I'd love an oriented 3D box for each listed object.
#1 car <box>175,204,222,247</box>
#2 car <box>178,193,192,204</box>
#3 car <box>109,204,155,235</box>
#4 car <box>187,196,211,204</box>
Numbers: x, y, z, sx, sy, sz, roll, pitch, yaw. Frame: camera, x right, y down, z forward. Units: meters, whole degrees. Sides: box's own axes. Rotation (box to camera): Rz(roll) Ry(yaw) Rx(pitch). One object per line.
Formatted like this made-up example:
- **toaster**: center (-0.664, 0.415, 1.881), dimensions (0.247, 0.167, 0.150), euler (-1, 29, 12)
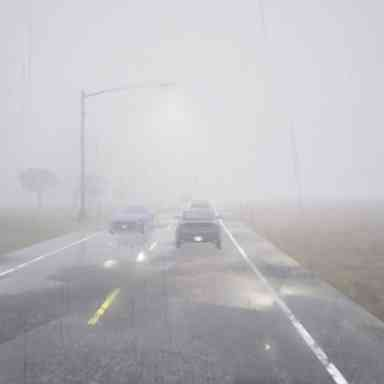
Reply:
- **car**: center (0.283, 1.493, 14.840), dimensions (1.837, 1.490, 4.892), euler (0, 0, 1)
- **car**: center (-1.162, 1.160, 61.015), dimensions (2.150, 2.045, 5.566), euler (0, 0, 5)
- **car**: center (-3.321, 1.461, 19.098), dimensions (1.882, 1.535, 5.008), euler (0, 0, 2)
- **car**: center (0.830, 1.450, 32.683), dimensions (1.882, 1.535, 5.008), euler (0, 0, 2)
